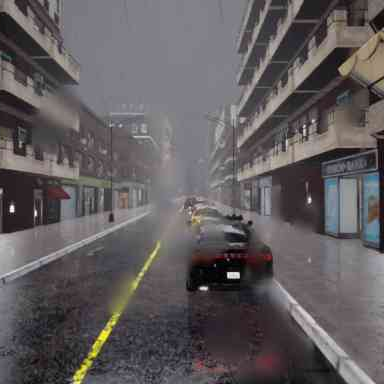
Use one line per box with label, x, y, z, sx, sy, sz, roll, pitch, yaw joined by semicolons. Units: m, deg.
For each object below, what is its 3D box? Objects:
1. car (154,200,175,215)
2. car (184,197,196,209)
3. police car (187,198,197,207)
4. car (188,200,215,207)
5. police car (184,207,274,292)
car;-2.801;1.625;35.070;1.812;1.442;4.674;0;0;0
car;-0.043;1.503;47.585;2.097;1.767;4.553;0;0;0
police car;0.789;1.485;25.127;1.930;1.638;5.238;0;0;0
car;0.798;1.493;19.207;1.801;1.575;5.366;0;0;0
police car;0.813;1.437;9.125;1.930;1.638;5.238;0;0;0
